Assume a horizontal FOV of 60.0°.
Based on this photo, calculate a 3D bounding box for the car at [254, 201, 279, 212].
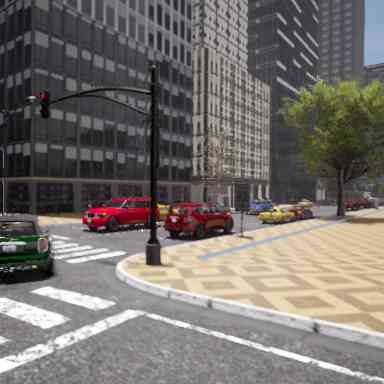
[{"bbox_3d":[10.513,1.973,46.764,1.947,1.339,4.313,0,0,36],"label":"car"}]

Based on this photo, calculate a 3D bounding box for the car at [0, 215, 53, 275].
[{"bbox_3d":[-5.664,1.515,10.746,2.097,1.767,4.553,1,0,-24],"label":"car"}]

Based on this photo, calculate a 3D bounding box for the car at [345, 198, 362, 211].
[{"bbox_3d":[23.965,1.914,50.863,2.192,1.841,5.009,0,0,36],"label":"car"}]

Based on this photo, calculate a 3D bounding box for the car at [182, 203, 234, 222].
[{"bbox_3d":[1.579,1.826,30.311,2.033,1.411,5.357,1,0,37],"label":"car"}]

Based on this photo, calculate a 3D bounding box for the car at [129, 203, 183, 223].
[{"bbox_3d":[-2.996,1.737,28.493,1.752,1.417,4.829,0,0,36],"label":"car"}]

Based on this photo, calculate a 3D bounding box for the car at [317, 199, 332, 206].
[{"bbox_3d":[27.271,2.222,69.431,1.802,1.307,4.206,0,0,36],"label":"car"}]

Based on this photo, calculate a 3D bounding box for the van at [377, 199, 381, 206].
[{"bbox_3d":[37.378,2.124,69.004,1.690,1.788,3.998,0,0,36],"label":"van"}]

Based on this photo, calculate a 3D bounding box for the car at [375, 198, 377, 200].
[{"bbox_3d":[34.023,2.282,64.468,1.887,1.381,4.507,0,0,36],"label":"car"}]

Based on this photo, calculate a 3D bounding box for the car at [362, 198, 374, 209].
[{"bbox_3d":[30.672,2.006,59.933,2.192,1.841,5.009,0,0,36],"label":"car"}]

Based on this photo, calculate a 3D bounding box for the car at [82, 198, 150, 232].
[{"bbox_3d":[-4.502,1.411,22.072,2.150,2.045,5.566,1,0,36],"label":"car"}]

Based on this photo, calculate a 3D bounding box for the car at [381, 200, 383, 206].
[{"bbox_3d":[40.730,2.269,73.539,1.967,1.590,4.097,0,0,36],"label":"car"}]

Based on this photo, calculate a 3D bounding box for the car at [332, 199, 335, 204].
[{"bbox_3d":[30.623,2.236,73.965,2.008,1.369,4.403,0,0,36],"label":"car"}]

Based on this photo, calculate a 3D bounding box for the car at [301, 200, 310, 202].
[{"bbox_3d":[20.467,2.072,60.228,1.752,1.417,4.829,0,0,36],"label":"car"}]

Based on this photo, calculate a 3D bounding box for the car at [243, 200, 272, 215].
[{"bbox_3d":[7.699,1.720,38.570,2.097,1.767,4.553,1,0,37],"label":"car"}]

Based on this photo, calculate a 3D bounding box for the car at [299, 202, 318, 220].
[{"bbox_3d":[10.551,1.991,32.721,1.802,1.307,4.206,0,0,36],"label":"car"}]

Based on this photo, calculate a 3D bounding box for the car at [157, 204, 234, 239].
[{"bbox_3d":[0.494,1.577,19.116,2.192,1.841,5.009,0,0,36],"label":"car"}]

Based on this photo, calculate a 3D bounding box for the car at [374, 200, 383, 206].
[{"bbox_3d":[44.083,2.456,78.073,1.802,1.307,4.206,0,0,36],"label":"car"}]

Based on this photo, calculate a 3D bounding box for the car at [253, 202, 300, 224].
[{"bbox_3d":[7.299,1.887,28.322,1.752,1.417,4.829,0,0,36],"label":"car"}]
